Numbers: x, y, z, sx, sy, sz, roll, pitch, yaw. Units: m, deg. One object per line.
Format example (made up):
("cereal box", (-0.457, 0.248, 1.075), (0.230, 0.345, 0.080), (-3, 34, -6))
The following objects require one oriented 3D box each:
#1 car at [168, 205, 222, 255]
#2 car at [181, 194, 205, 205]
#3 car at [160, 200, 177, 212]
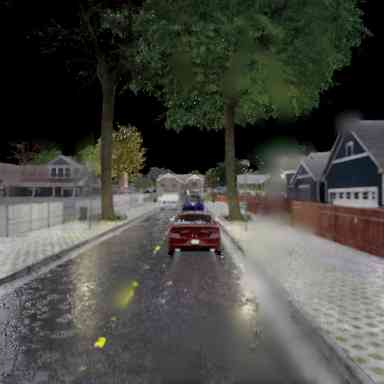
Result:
("car", (0.104, 1.495, 13.462), (1.882, 1.535, 5.008), (0, 0, 0))
("car", (0.112, 1.261, 33.830), (2.150, 2.045, 5.566), (0, 0, 0))
("car", (-2.829, 1.647, 40.483), (1.895, 1.301, 4.718), (0, 0, 0))
